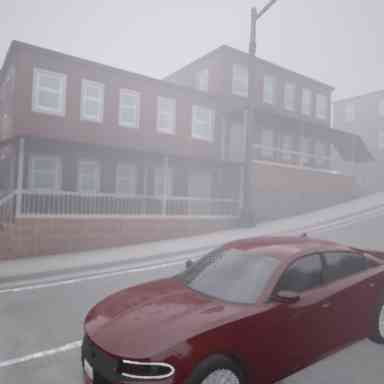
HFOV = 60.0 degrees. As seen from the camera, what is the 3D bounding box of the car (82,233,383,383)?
[{"bbox_3d":[1.056,1.417,4.662,5.008,1.535,1.882,-2,1,-33],"label":"car"}]
